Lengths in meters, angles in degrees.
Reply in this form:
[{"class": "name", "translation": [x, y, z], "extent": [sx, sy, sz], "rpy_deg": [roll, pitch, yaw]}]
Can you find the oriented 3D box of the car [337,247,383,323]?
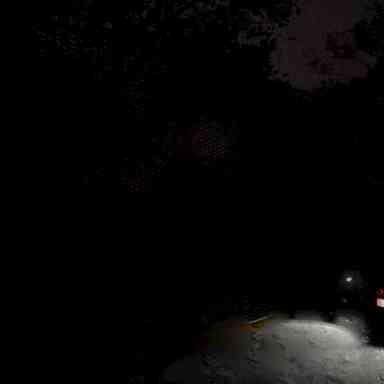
[{"class": "car", "translation": [4.659, 1.572, 6.335], "extent": [4.181, 1.385, 1.994], "rpy_deg": [0, 0, -35]}]
